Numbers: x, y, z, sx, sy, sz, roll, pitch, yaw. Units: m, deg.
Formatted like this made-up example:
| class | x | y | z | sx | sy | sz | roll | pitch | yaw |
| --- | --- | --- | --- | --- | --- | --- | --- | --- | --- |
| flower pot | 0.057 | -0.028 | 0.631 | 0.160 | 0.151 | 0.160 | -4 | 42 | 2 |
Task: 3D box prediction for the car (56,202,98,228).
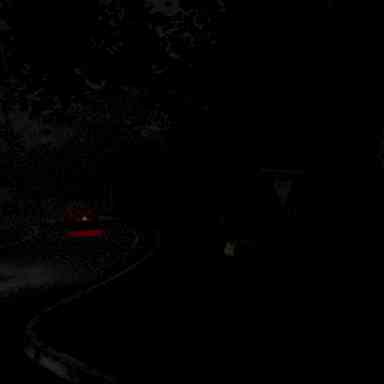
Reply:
| class | x | y | z | sx | sy | sz | roll | pitch | yaw |
| --- | --- | --- | --- | --- | --- | --- | --- | --- | --- |
| car | -7.442 | 1.361 | 21.360 | 1.882 | 1.535 | 5.008 | 0 | 0 | -30 |
